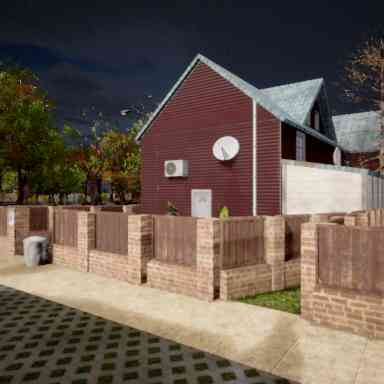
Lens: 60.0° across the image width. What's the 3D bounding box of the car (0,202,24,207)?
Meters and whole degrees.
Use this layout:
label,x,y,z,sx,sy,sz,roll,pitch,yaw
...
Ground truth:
label,x,y,z,sx,sy,sz,roll,pitch,yaw
car,-14.763,1.553,25.200,1.837,1.490,4.892,0,0,35
